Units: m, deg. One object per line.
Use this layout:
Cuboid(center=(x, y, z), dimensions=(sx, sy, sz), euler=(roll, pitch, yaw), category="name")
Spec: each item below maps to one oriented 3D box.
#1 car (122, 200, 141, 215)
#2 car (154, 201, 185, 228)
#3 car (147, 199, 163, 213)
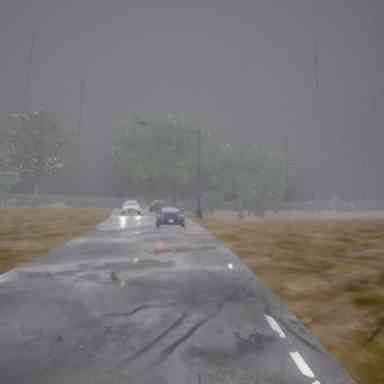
Cuboid(center=(-6.298, 1.610, 34.621), dimensions=(1.812, 1.442, 4.674), euler=(0, 0, -10), category="car")
Cuboid(center=(-1.494, 1.595, 22.463), dimensions=(1.812, 1.442, 4.674), euler=(0, 0, -6), category="car")
Cuboid(center=(-4.232, 1.644, 39.848), dimensions=(1.837, 1.490, 4.892), euler=(0, -1, -12), category="car")
